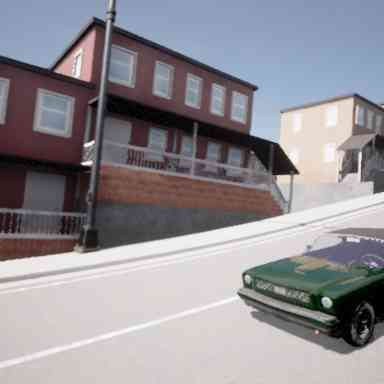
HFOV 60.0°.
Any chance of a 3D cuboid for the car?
[{"bbox_3d":[3.092,1.424,6.209,4.718,1.301,1.895,-4,2,-36],"label":"car"}]
